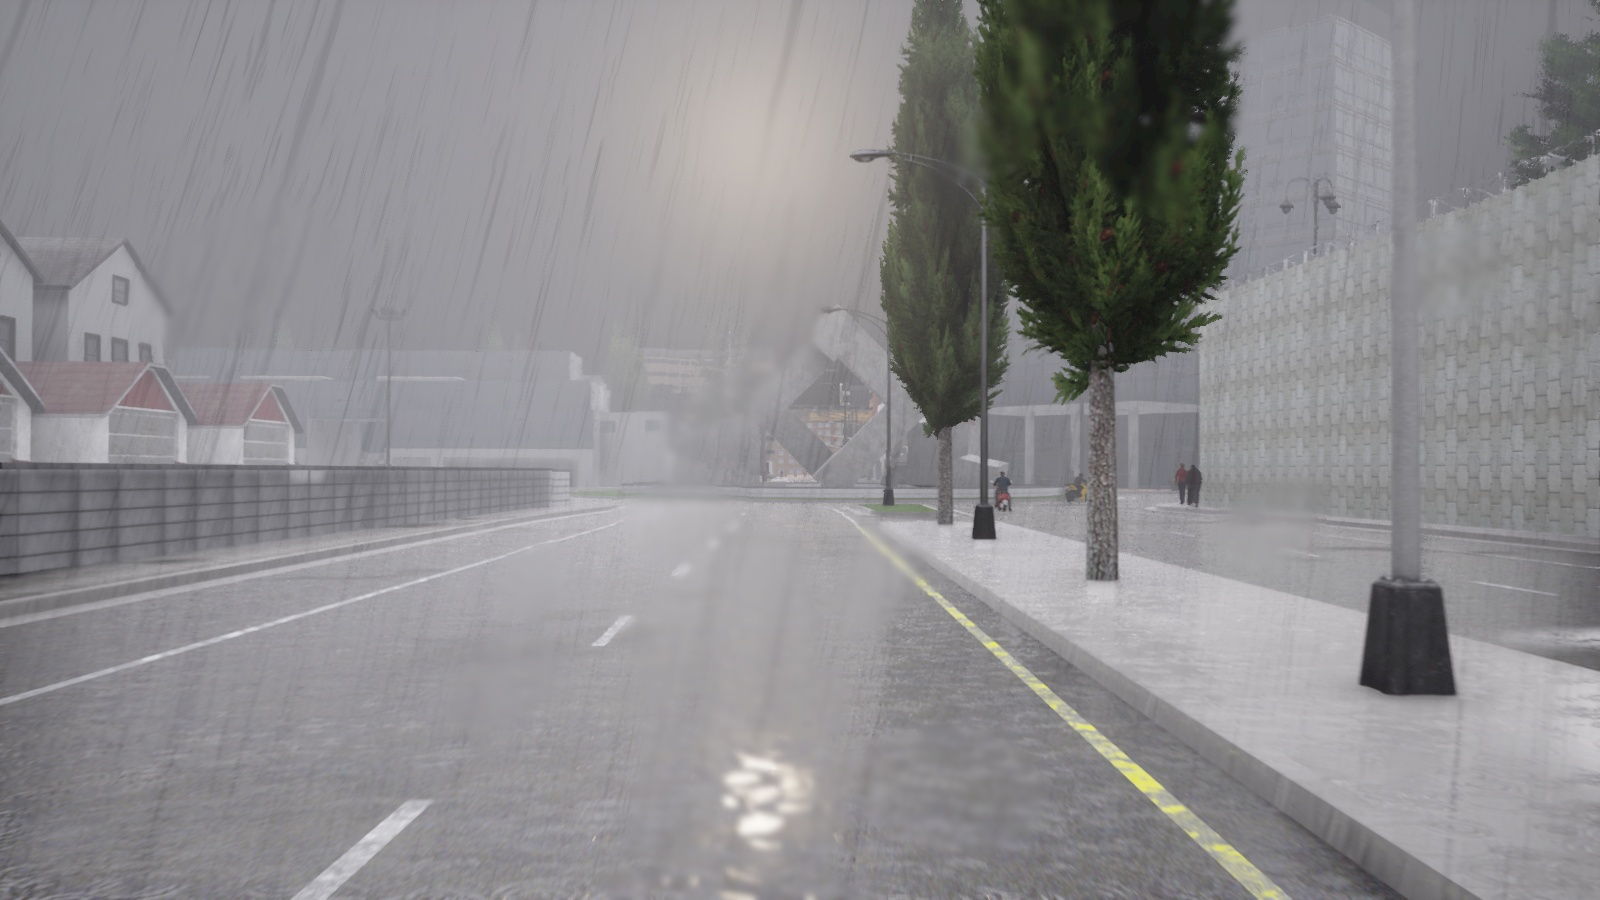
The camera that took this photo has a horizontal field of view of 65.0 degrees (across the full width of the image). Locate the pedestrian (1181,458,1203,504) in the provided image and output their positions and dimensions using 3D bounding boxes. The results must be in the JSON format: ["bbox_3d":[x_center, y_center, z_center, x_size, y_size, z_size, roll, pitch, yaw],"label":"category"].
[{"bbox_3d":[16.064,1.267,51.457,0.634,1.844,0.899,0,-1,3],"label":"pedestrian"}]

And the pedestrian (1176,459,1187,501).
[{"bbox_3d":[16.810,1.328,55.301,0.331,1.846,0.636,-1,-1,28],"label":"pedestrian"}]

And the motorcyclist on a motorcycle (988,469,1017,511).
[{"bbox_3d":[7.978,1.566,49.570,0.866,1.590,1.817,0,-1,1],"label":"motorcyclist on a motorcycle"}]

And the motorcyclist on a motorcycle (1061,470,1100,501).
[{"bbox_3d":[14.290,1.810,63.933,2.044,1.523,0.797,0,-2,-36],"label":"motorcyclist on a motorcycle"}]
